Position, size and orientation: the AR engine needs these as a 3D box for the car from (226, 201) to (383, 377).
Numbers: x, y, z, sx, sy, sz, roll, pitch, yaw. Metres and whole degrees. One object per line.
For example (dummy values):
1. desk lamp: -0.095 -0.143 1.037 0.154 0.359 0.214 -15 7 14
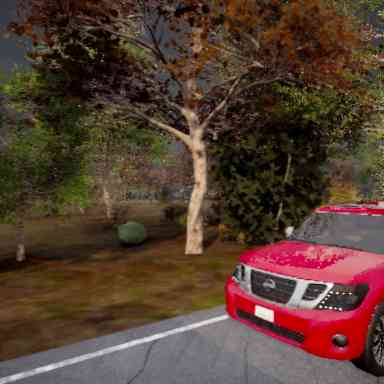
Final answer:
1. car: 3.172 1.222 5.936 5.566 2.045 2.150 0 0 -36
